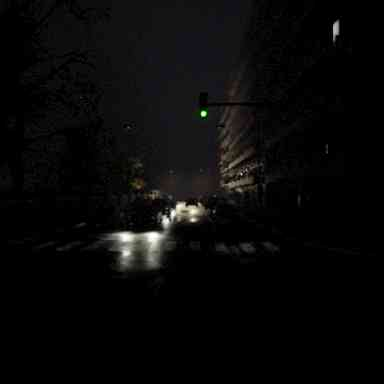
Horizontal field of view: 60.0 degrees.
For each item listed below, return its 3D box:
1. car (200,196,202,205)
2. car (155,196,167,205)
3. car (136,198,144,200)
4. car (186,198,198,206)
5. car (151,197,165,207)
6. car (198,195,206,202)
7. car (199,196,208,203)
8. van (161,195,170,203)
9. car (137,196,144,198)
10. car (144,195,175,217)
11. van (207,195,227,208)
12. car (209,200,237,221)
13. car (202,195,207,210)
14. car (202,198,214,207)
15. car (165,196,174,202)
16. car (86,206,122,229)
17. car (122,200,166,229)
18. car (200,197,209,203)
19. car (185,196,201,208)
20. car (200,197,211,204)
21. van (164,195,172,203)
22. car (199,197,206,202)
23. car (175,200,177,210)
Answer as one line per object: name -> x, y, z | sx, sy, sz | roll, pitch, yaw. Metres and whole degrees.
car -> 2.680, 1.685, 50.399 | 2.008, 1.369, 4.403 | 0, 0, 0
car -> -5.702, 1.614, 61.657 | 1.967, 1.590, 4.097 | 0, 0, 0
car -> -5.695, 1.606, 33.337 | 1.752, 1.417, 4.829 | 0, 0, 0
car -> -0.013, 1.737, 61.381 | 1.994, 1.385, 4.181 | 0, 0, 0
car -> -5.701, 1.594, 56.028 | 1.967, 1.590, 4.097 | 0, 0, 0
car -> 2.671, 1.604, 89.810 | 2.192, 1.841, 5.009 | 0, 0, 0
car -> 2.674, 1.679, 78.549 | 1.967, 1.590, 4.097 | 0, 0, 0
van -> -5.705, 1.557, 72.918 | 1.690, 1.788, 3.998 | 0, 0, 0
car -> -5.697, 1.413, 39.137 | 2.192, 1.841, 5.009 | 0, 0, 0
car -> -3.088, 1.431, 32.474 | 2.097, 1.767, 4.553 | 0, 0, 0
van -> 2.685, 1.423, 33.509 | 1.690, 1.788, 3.998 | 0, 0, 0
car -> 2.686, 1.611, 27.878 | 1.887, 1.381, 4.507 | 0, 0, 0
car -> 2.682, 1.556, 44.769 | 1.967, 1.590, 4.097 | 0, 0, 0
car -> 2.679, 1.698, 56.029 | 1.887, 1.381, 4.507 | 0, 0, 0
car -> -5.708, 1.814, 84.177 | 2.008, 1.369, 4.403 | 0, 0, 0
car -> -5.693, 1.617, 22.246 | 1.947, 1.339, 4.313 | 0, 0, 0
car -> -3.094, 1.530, 22.506 | 1.882, 1.535, 5.008 | 0, 0, 0
car -> 2.675, 1.761, 72.919 | 1.887, 1.381, 4.507 | 0, 0, 0
car -> -0.012, 1.643, 51.345 | 1.837, 1.490, 4.892 | 0, 0, 0
car -> 2.676, 1.745, 67.289 | 2.008, 1.369, 4.403 | 0, 0, 0
van -> -5.706, 1.580, 78.547 | 1.690, 1.788, 3.998 | 0, 0, 0
car -> 2.672, 1.845, 84.179 | 1.802, 1.307, 4.206 | 0, 0, 0
car -> -3.064, 1.611, 45.615 | 2.128, 1.511, 4.902 | 0, 0, 0
